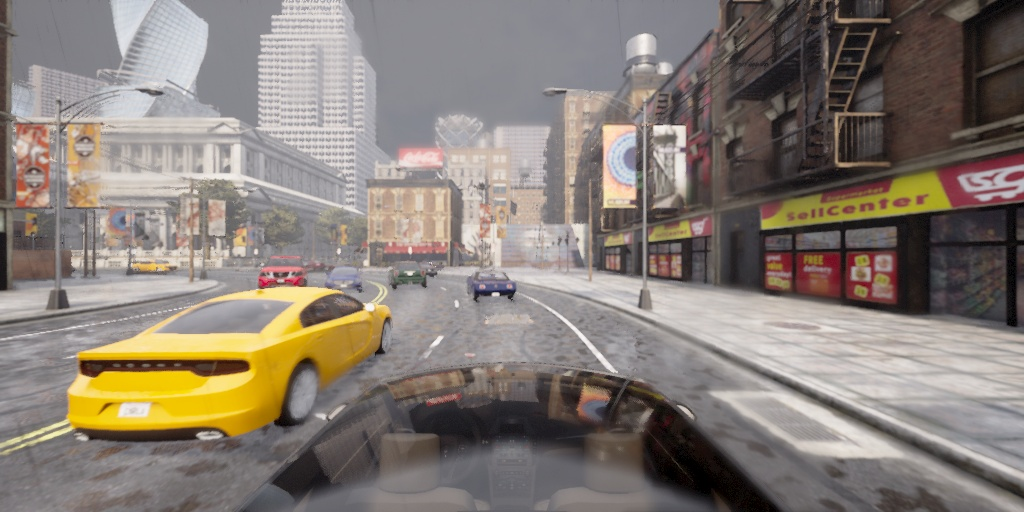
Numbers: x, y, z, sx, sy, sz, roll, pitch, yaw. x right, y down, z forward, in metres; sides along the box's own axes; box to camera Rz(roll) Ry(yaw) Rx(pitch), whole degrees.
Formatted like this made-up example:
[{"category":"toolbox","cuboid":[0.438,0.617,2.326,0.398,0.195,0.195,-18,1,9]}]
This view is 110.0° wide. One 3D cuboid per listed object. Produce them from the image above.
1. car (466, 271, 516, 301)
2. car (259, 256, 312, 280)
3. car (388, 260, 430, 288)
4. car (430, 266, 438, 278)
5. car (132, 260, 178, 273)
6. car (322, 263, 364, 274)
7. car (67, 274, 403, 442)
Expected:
[{"category":"car","cuboid":[-1.197,1.376,17.730,1.895,1.301,4.718,0,0,-13]},{"category":"car","cuboid":[-13.810,1.004,21.950,2.150,2.045,5.566,0,0,-27]},{"category":"car","cuboid":[-7.142,1.138,24.109,2.097,1.767,4.553,0,0,-23]},{"category":"car","cuboid":[-8.976,1.349,34.054,2.033,1.411,5.357,0,0,-39]},{"category":"car","cuboid":[-45.049,1.300,45.341,5.008,1.535,1.882,0,0,6]},{"category":"car","cuboid":[-9.727,1.307,20.972,1.812,1.442,4.674,0,0,-23]},{"category":"car","cuboid":[-3.446,1.234,5.696,1.882,1.535,5.008,0,0,-1]}]
